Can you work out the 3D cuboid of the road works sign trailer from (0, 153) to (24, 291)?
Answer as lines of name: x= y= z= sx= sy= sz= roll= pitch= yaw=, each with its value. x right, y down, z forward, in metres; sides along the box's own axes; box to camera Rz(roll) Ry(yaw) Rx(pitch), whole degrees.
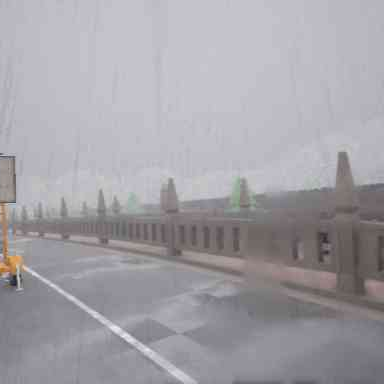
road works sign trailer: x=-5.991 y=0.741 z=8.779 sx=2.380 sy=3.560 sz=2.880 roll=-2 pitch=-2 yaw=-37
